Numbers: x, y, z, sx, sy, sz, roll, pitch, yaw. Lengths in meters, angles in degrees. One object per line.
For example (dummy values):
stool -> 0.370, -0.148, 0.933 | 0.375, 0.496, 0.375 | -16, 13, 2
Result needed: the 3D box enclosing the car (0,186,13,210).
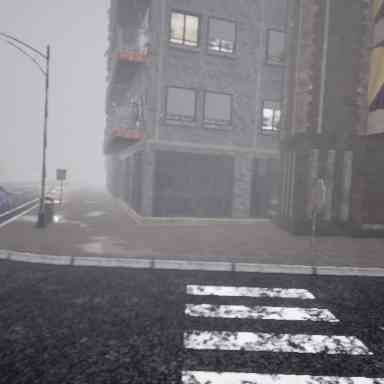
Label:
car -> -12.558, 0.260, 20.600 | 1.882, 1.535, 5.008 | 2, 2, -17
